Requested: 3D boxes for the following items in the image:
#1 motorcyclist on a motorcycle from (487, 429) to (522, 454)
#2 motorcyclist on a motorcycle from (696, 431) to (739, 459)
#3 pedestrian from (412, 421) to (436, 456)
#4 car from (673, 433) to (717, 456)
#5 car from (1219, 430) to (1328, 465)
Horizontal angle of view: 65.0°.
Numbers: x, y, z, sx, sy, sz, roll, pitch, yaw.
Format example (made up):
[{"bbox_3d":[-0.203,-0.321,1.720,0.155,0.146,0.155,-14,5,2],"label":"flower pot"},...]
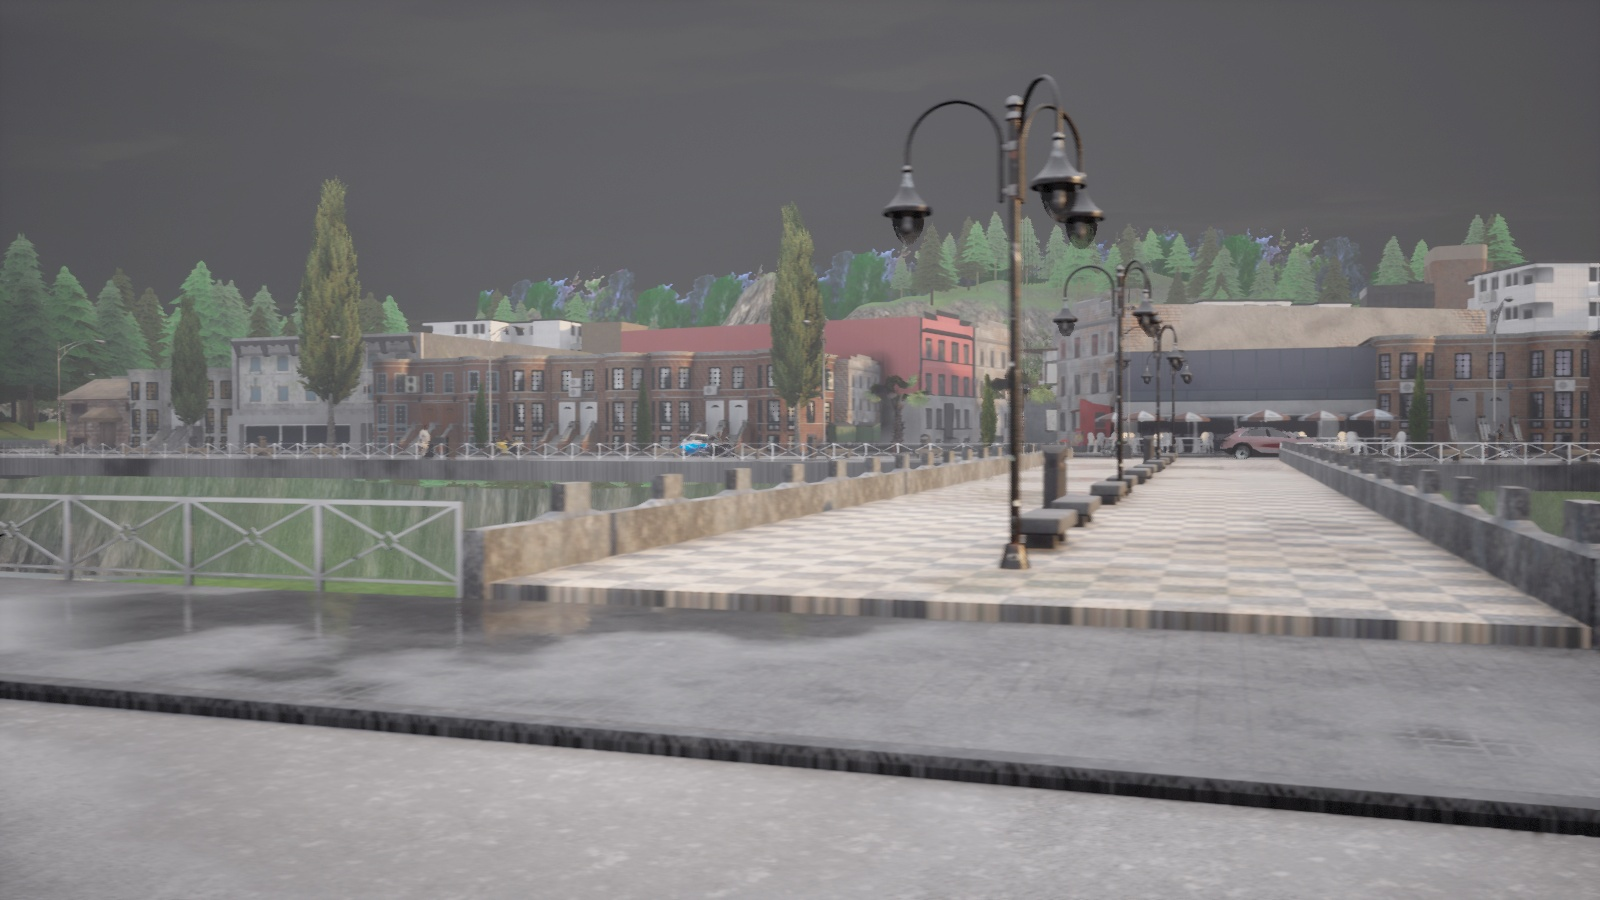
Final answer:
[{"bbox_3d":[-18.642,-0.531,79.271,2.044,1.523,0.797,1,1,19],"label":"motorcyclist on a motorcycle"},{"bbox_3d":[-4.616,-0.282,70.339,2.191,1.530,0.866,1,1,19],"label":"motorcyclist on a motorcycle"},{"bbox_3d":[-20.026,-0.610,66.855,0.900,1.855,0.874,0,1,16],"label":"pedestrian"},{"bbox_3d":[-6.289,-0.345,75.120,2.207,1.376,1.481,1,1,19],"label":"car"},{"bbox_3d":[22.959,-0.135,61.069,4.856,1.649,2.033,1,1,19],"label":"car"}]
